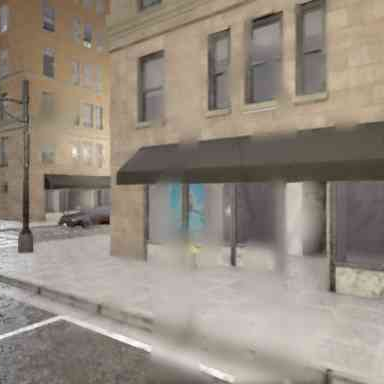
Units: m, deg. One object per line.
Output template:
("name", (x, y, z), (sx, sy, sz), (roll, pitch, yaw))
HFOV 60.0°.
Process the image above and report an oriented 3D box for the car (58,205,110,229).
("car", (-6.252, 1.624, 22.539), (2.033, 1.411, 5.357), (0, 0, 35))
